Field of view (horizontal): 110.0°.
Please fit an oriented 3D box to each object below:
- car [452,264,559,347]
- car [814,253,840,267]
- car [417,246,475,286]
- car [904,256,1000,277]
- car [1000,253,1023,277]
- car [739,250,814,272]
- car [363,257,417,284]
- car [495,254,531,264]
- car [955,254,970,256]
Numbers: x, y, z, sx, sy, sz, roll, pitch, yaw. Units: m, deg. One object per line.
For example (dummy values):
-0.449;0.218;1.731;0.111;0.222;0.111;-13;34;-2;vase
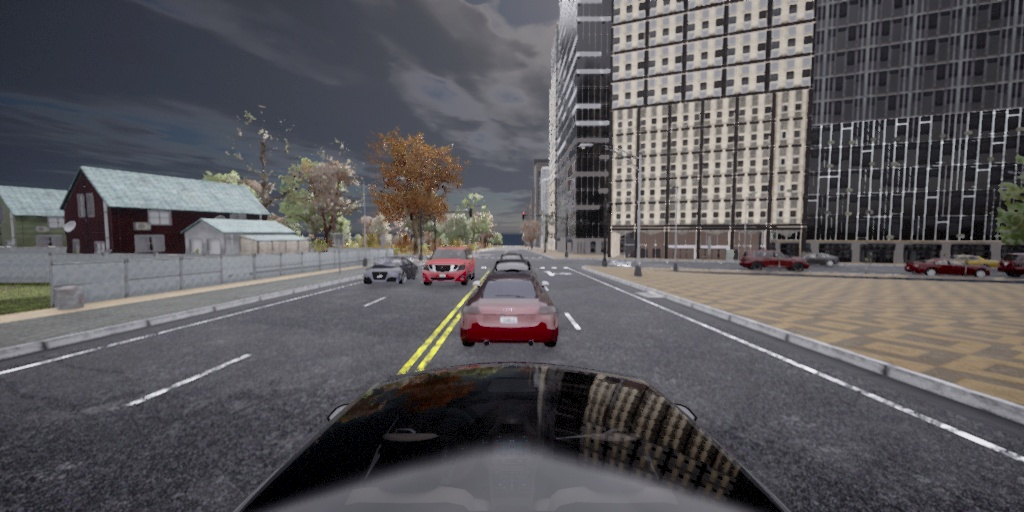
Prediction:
-0.032;1.084;8.628;1.994;1.385;4.181;0;2;1;car
31.006;0.311;37.171;4.403;1.370;2.007;0;0;20;car
-3.271;0.485;19.618;2.150;2.045;5.566;0;2;0;car
33.630;0.863;27.841;4.507;1.381;1.888;0;0;20;car
38.955;0.743;25.900;5.009;1.841;2.192;0;0;20;car
22.979;0.413;31.721;5.009;1.841;2.192;0;0;20;car
-6.521;0.764;19.656;1.994;1.385;4.181;0;2;0;car
0.031;0.845;14.010;1.837;1.490;4.892;0;2;0;car
41.497;0.506;33.348;4.829;1.417;1.751;0;0;20;car
